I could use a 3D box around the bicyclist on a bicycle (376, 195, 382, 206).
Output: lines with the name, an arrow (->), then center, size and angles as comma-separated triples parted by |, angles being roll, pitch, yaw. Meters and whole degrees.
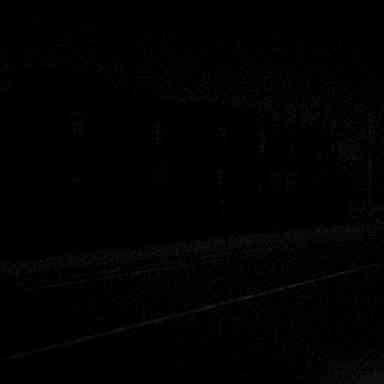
bicyclist on a bicycle -> 28.792, 1.353, 51.130 | 1.656, 1.620, 0.582 | 0, 0, -35
